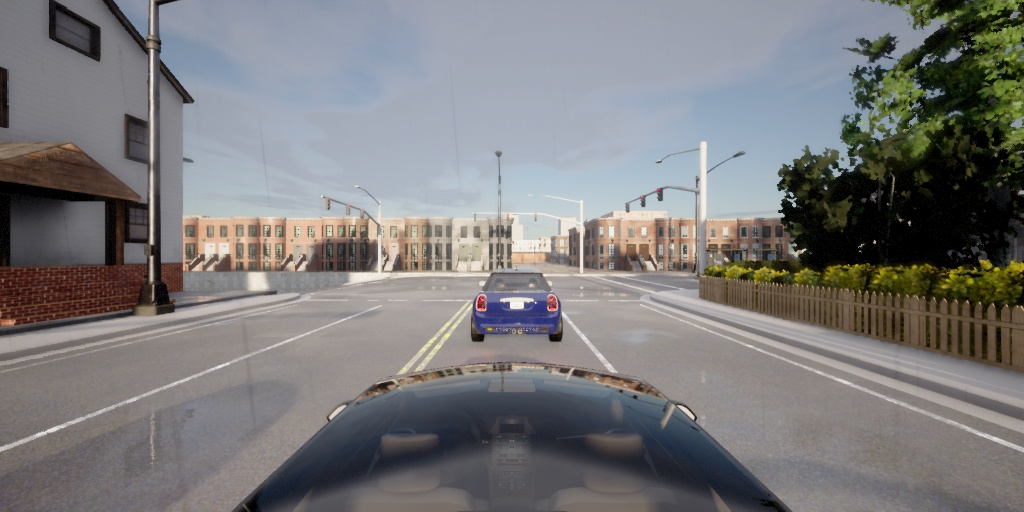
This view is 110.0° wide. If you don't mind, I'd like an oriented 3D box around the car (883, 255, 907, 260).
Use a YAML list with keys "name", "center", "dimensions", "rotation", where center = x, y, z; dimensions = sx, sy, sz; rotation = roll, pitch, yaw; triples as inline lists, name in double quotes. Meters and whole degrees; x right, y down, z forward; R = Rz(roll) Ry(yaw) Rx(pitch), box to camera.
- name: "car"
  center: [30.405, 0.970, 29.743]
  dimensions: [5.566, 2.045, 2.150]
  rotation: [0, 0, 0]

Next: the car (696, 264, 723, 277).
- name: "car"
  center: [18.316, 1.297, 29.709]
  dimensions: [5.357, 1.411, 2.033]
  rotation: [0, 0, 0]

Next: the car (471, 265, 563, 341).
- name: "car"
  center: [0.108, 1.102, 9.994]
  dimensions: [2.097, 1.767, 4.553]
  rotation: [0, 0, 0]
